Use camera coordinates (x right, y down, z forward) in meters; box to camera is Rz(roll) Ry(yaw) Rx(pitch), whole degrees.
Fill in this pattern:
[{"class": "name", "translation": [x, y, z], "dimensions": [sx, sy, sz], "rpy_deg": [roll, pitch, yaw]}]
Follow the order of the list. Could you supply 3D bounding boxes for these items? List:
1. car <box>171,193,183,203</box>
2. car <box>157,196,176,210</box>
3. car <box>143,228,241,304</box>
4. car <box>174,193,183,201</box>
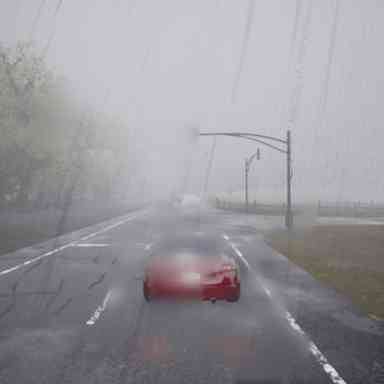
[{"class": "car", "translation": [-3.494, 1.326, 69.975], "dimensions": [2.150, 2.045, 5.566], "rpy_deg": [0, 0, 0]}, {"class": "car", "translation": [-3.472, 1.596, 44.187], "dimensions": [1.812, 1.442, 4.674], "rpy_deg": [0, 0, 0]}, {"class": "car", "translation": [0.004, 1.579, 8.255], "dimensions": [1.994, 1.385, 4.181], "rpy_deg": [0, 0, 0]}, {"class": "car", "translation": [-3.622, 1.355, 89.953], "dimensions": [2.150, 2.045, 5.566], "rpy_deg": [0, 0, 0]}]
